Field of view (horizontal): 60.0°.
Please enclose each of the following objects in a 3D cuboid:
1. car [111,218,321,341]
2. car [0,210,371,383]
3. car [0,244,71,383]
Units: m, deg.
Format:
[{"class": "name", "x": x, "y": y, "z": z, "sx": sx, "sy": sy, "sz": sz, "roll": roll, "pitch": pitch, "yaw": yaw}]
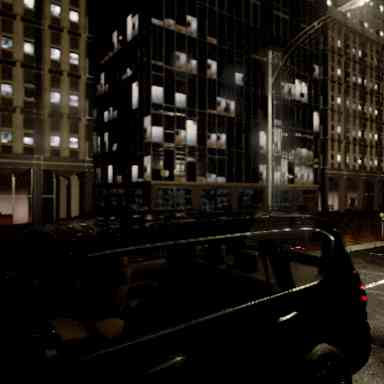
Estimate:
[{"class": "car", "x": 0.624, "y": 1.479, "z": 7.005, "sx": 4.097, "sy": 1.590, "sz": 1.967, "roll": 1, "pitch": -1, "yaw": -35}, {"class": "car", "x": -0.678, "y": 1.229, "z": 2.871, "sx": 5.566, "sy": 2.045, "sz": 2.150, "roll": 0, "pitch": 0, "yaw": -35}, {"class": "car", "x": -3.880, "y": 1.556, "z": 3.800, "sx": 4.313, "sy": 1.339, "sz": 1.947, "roll": 1, "pitch": -1, "yaw": -35}]
